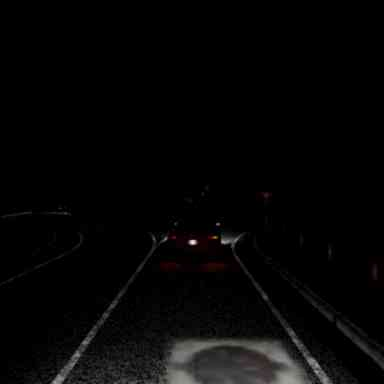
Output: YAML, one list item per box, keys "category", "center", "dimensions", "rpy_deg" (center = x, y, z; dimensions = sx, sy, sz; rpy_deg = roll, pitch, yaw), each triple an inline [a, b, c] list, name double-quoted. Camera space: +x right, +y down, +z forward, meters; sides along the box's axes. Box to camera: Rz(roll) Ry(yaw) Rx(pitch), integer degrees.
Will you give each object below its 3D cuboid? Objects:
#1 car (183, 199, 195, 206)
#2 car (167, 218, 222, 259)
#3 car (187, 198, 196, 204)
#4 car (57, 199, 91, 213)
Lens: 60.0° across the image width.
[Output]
- category: "car"
  center: [-0.677, 2.002, 66.113]
  dimensions: [1.882, 1.535, 5.008]
  rpy_deg: [0, -1, 1]
- category: "car"
  center: [0.189, 1.725, 13.452]
  dimensions: [1.994, 1.385, 4.181]
  rpy_deg: [0, -1, 5]
- category: "car"
  center: [-0.188, 2.201, 85.602]
  dimensions: [2.128, 1.511, 4.902]
  rpy_deg: [0, -1, 1]
- category: "car"
  center: [-14.549, 1.701, 41.263]
  dimensions: [1.837, 1.490, 4.892]
  rpy_deg: [0, -1, 21]
